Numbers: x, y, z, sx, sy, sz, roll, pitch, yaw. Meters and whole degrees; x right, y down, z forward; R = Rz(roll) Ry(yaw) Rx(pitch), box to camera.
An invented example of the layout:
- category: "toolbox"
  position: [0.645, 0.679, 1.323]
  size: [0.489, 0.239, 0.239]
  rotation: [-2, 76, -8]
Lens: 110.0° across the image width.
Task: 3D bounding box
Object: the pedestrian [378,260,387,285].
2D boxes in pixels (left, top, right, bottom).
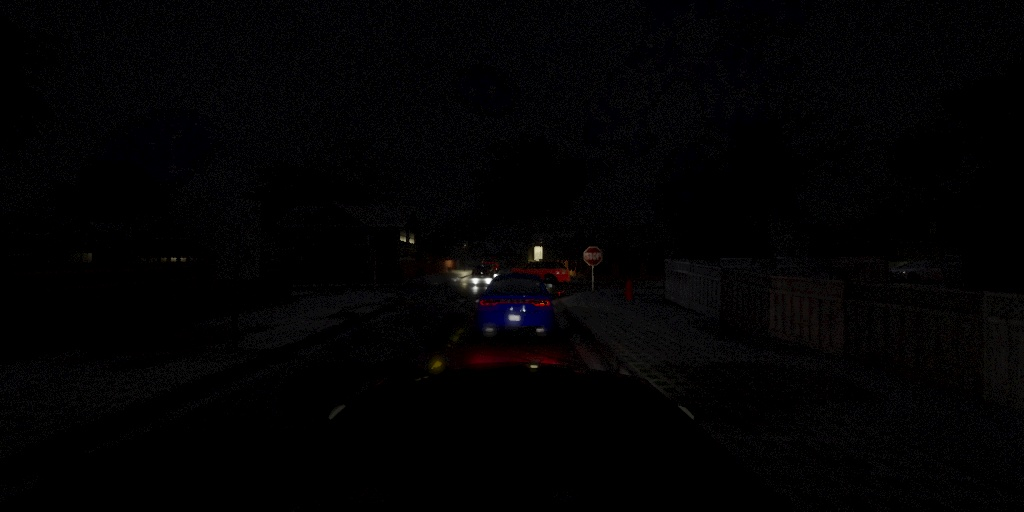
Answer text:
- category: "pedestrian"
  position: [-9.651, 1.200, 26.591]
  size: [0.375, 1.860, 0.375]
  rotation: [0, -1, 1]

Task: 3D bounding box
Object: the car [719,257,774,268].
- category: "car"
  position: [15.027, 0.986, 23.338]
  size: [4.553, 1.767, 2.097]
  rotation: [-1, -2, 1]

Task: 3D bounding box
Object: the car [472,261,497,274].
- category: "car"
  position: [-2.821, 1.427, 35.669]
  size: [1.994, 1.385, 4.181]
  rotation: [0, 0, 0]

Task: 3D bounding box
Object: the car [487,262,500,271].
- category: "car"
  position: [-3.028, 1.623, 57.856]
  size: [1.994, 1.385, 4.181]
  rotation: [0, -1, -2]

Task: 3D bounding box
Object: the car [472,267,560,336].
- category: "car"
  position: [0.175, 1.241, 10.472]
  size: [1.882, 1.535, 5.008]
  rotation: [0, 0, 3]

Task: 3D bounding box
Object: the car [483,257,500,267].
- category: "car"
  position: [-2.826, 1.163, 46.300]
  size: [2.150, 2.045, 5.566]
  rotation: [0, 0, 0]

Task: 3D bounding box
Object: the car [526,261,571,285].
- category: "car"
  position: [1.857, 1.176, 25.923]
  size: [4.553, 1.767, 2.097]
  rotation: [0, -1, 36]

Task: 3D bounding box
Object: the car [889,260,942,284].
- category: "car"
  position: [26.560, 1.020, 23.173]
  size: [4.674, 1.442, 1.812]
  rotation: [-1, -2, 1]
